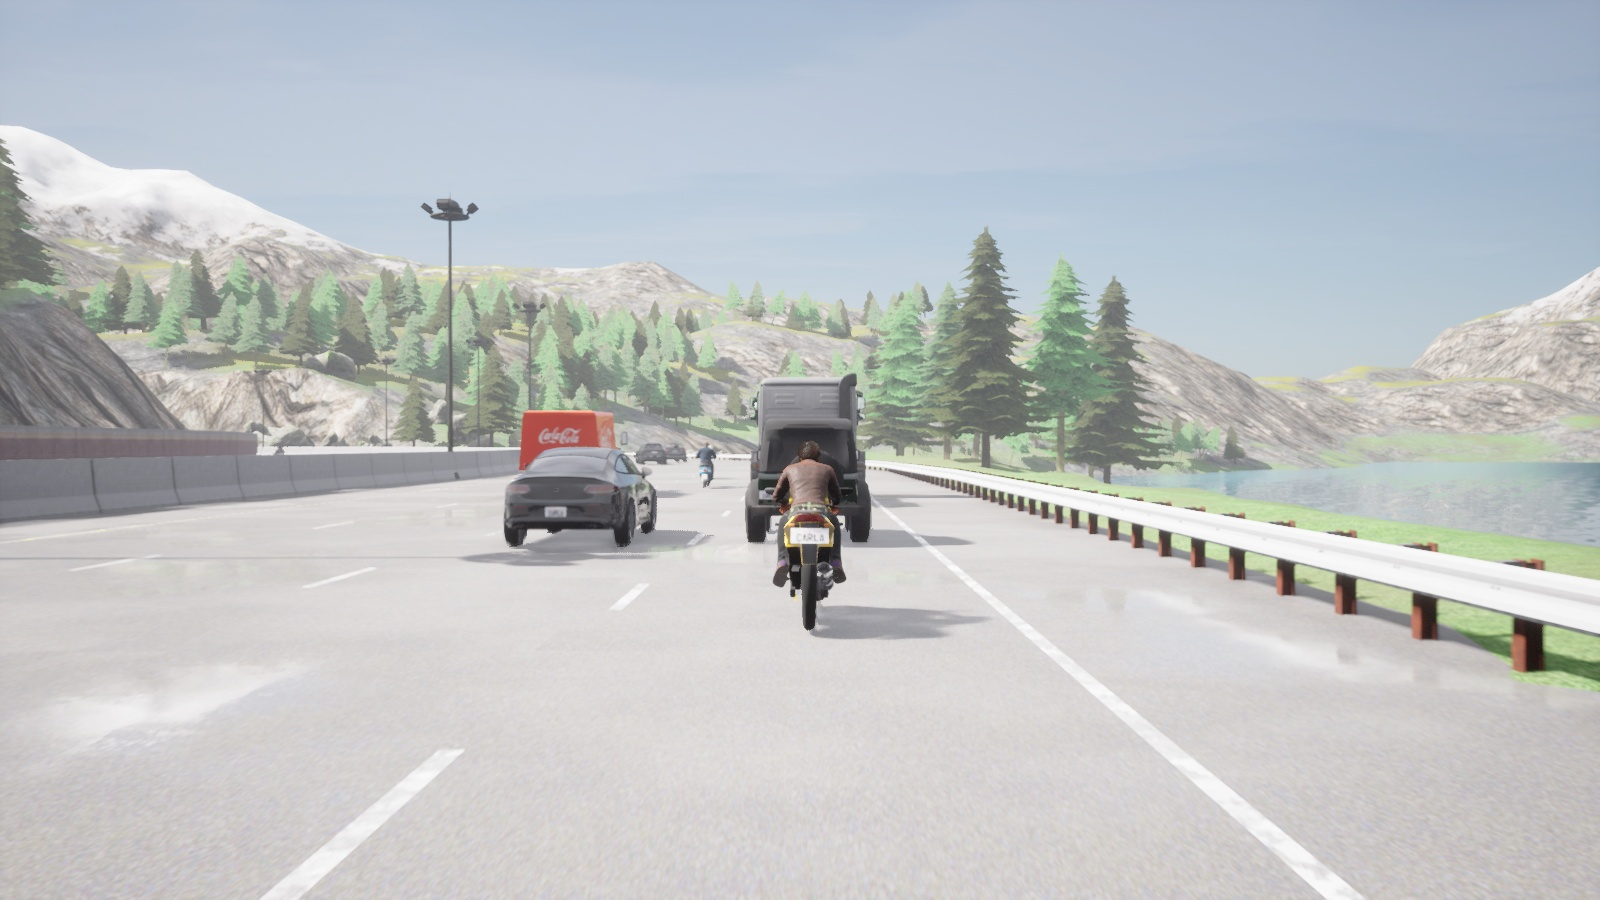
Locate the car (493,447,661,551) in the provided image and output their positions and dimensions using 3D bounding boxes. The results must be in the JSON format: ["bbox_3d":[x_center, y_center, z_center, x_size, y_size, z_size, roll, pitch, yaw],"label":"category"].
[{"bbox_3d":[-3.373,0.677,19.882,1.812,1.442,4.674,0,0,0],"label":"car"}]

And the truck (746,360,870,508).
[{"bbox_3d":[0.201,-0.389,33.265,2.891,3.462,7.936,0,0,0],"label":"truck"}]

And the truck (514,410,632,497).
[{"bbox_3d":[-6.771,0.078,38.166,2.627,2.467,5.204,0,0,0],"label":"truck"}]

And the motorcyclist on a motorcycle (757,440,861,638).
[{"bbox_3d":[0.075,0.680,10.663,0.797,1.523,2.044,0,0,0],"label":"motorcyclist on a motorcycle"}]

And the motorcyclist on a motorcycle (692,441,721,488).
[{"bbox_3d":[-3.240,0.495,43.742,0.866,1.590,1.817,0,0,0],"label":"motorcyclist on a motorcycle"}]

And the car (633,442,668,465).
[{"bbox_3d":[-11.065,0.238,92.693,2.033,1.649,4.856,0,0,-14],"label":"car"}]

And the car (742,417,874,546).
[{"bbox_3d":[0.128,0.449,20.143,1.905,1.878,3.866,0,0,0],"label":"car"}]
